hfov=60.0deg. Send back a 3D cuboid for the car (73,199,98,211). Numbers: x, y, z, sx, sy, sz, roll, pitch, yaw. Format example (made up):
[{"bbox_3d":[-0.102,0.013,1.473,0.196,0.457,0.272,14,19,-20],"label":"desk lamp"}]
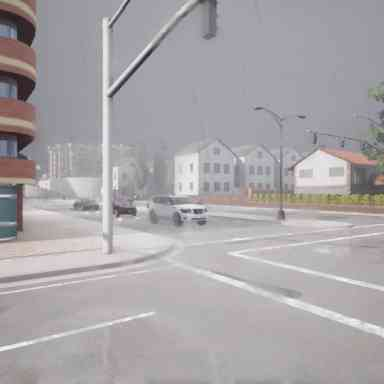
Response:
[{"bbox_3d":[-13.053,1.547,40.772,2.033,1.411,5.357,0,0,-35],"label":"car"}]

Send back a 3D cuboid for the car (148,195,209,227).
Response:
[{"bbox_3d":[-1.110,1.221,23.468,2.150,2.045,5.566,0,0,-35],"label":"car"}]

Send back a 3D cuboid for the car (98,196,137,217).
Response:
[{"bbox_3d":[-7.013,1.476,32.010,1.882,1.535,5.008,0,0,-34],"label":"car"}]

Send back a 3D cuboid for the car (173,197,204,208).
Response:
[{"bbox_3d":[-0.621,1.547,49.494,2.033,1.411,5.357,0,0,-35],"label":"car"}]
